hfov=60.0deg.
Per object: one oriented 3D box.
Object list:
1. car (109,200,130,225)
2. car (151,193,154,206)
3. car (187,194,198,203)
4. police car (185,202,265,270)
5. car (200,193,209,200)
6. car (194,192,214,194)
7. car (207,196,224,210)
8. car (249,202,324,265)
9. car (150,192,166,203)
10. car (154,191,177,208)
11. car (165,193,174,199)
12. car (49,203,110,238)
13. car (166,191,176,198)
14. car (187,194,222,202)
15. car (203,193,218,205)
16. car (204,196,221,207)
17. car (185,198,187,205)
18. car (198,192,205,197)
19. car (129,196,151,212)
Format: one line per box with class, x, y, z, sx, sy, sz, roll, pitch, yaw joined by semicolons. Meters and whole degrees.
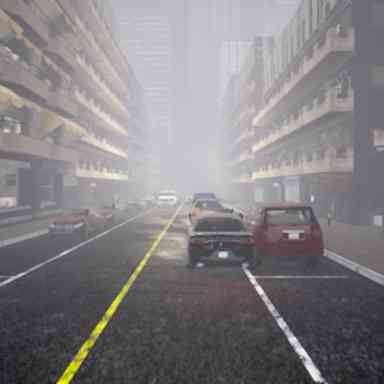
car;-5.683;1.405;22.390;1.802;1.307;4.206;-1;0;0
car;-5.667;1.199;44.797;2.008;1.369;4.403;-1;0;0
car;0.042;1.078;57.110;1.812;1.442;4.674;0;0;0
police car;0.805;1.339;10.898;1.930;1.638;5.238;0;0;1
car;2.734;0.998;72.771;1.947;1.339;4.313;-1;0;0
car;0.921;1.013;26.810;2.150;2.045;5.566;0;0;0
car;2.709;1.216;39.330;1.752;1.417;4.829;-1;0;0
car;2.686;1.226;11.149;2.192;1.841;5.009;-1;0;0
car;-5.662;0.876;55.999;2.192;1.841;5.009;-1;0;0
car;-3.039;0.896;41.636;2.150;2.045;5.566;0;0;1
car;-5.638;0.896;84.010;2.008;1.369;4.403;-1;0;0
car;-5.687;1.449;16.788;1.802;1.307;4.206;-1;0;0
car;-5.637;0.617;89.611;2.192;1.841;5.009;-1;0;0
car;0.915;1.187;20.752;2.097;1.767;4.553;0;0;0
car;2.715;1.045;50.363;1.967;1.590;4.097;-1;0;0
car;2.713;1.214;44.762;1.947;1.339;4.313;-1;0;0
car;0.048;1.231;47.100;1.895;1.301;4.718;0;0;0
car;2.749;0.700;95.179;1.967;1.590;4.097;-1;0;0
car;-5.675;1.286;33.594;2.008;1.369;4.403;-1;0;0
